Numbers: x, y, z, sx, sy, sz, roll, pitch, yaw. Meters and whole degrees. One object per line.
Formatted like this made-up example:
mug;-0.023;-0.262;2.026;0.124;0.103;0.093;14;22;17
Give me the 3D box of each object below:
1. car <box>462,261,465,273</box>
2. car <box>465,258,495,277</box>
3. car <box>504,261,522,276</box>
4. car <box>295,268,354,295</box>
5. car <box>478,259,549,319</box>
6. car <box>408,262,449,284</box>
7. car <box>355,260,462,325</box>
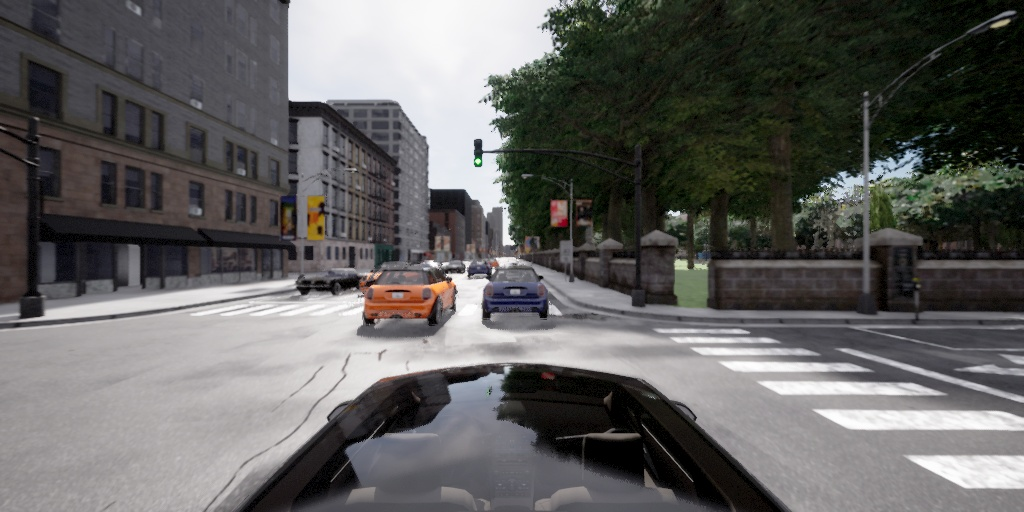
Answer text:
car;-6.569;1.301;42.045;1.837;1.490;4.892;0;0;0
car;-3.148;1.141;35.966;2.097;1.767;4.553;0;0;0
car;0.101;1.316;38.552;1.812;1.442;4.674;0;0;0
car;-9.840;1.377;19.947;1.895;1.301;4.718;0;0;0
car;0.099;1.118;13.069;2.097;1.767;4.553;0;0;0
car;-6.589;1.275;28.885;2.128;1.511;4.902;0;0;0
car;-3.148;1.117;12.009;2.097;1.767;4.553;0;0;0
